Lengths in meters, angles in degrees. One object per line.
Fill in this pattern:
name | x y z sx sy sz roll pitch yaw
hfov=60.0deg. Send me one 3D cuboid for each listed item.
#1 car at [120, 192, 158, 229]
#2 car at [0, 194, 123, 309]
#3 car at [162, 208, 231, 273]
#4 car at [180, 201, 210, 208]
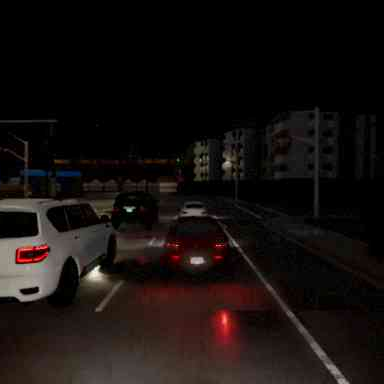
car | -3.335 1.030 20.277 2.150 2.045 5.566 0 1 0
car | -3.379 1.167 7.882 2.150 2.045 5.566 0 0 0
car | 0.125 1.452 10.274 1.812 1.442 4.674 0 1 0
car | 0.167 1.311 21.656 1.812 1.442 4.674 0 1 1
